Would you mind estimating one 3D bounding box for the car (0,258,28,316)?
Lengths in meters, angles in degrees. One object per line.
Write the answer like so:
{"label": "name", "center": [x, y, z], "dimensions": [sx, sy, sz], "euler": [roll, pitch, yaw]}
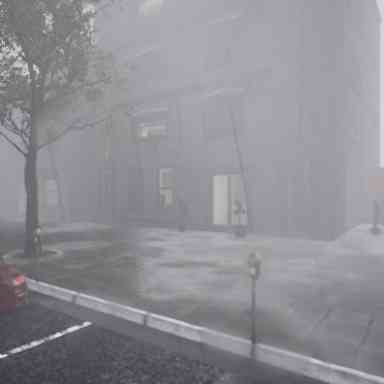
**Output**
{"label": "car", "center": [-4.741, 1.629, 6.314], "dimensions": [4.206, 1.307, 1.802], "euler": [0, 0, 36]}
